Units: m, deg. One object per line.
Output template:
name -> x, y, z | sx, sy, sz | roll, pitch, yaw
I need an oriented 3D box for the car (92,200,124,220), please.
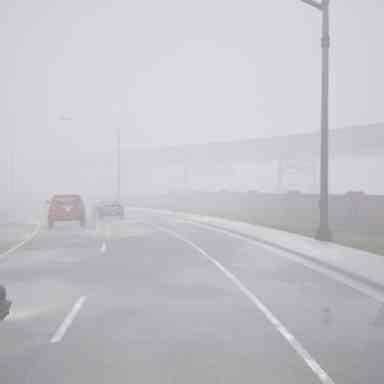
car -> -6.816, 1.364, 26.693 | 2.128, 1.511, 4.902 | -1, 0, -26

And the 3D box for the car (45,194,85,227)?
car -> -8.487, 1.143, 22.242 | 2.150, 2.045, 5.566 | -1, 0, -24

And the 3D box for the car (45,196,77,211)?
car -> -15.751, 1.319, 39.787 | 1.801, 1.575, 5.366 | -1, 1, -41

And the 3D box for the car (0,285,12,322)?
car -> -3.653, 1.540, 2.810 | 2.033, 1.411, 5.357 | 0, 0, -3
